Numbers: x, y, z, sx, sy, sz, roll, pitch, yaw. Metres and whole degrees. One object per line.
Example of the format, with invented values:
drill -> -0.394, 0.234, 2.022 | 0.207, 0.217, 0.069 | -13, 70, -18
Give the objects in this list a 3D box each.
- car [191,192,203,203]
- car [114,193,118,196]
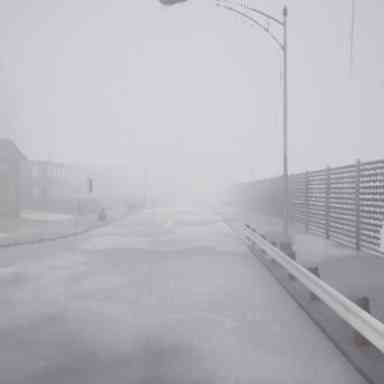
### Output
car -> 0.992, 1.034, 64.498 | 2.150, 2.045, 5.566 | 0, 0, 1
car -> -16.284, 0.991, 64.731 | 3.633, 1.501, 1.845 | 0, 0, 1
